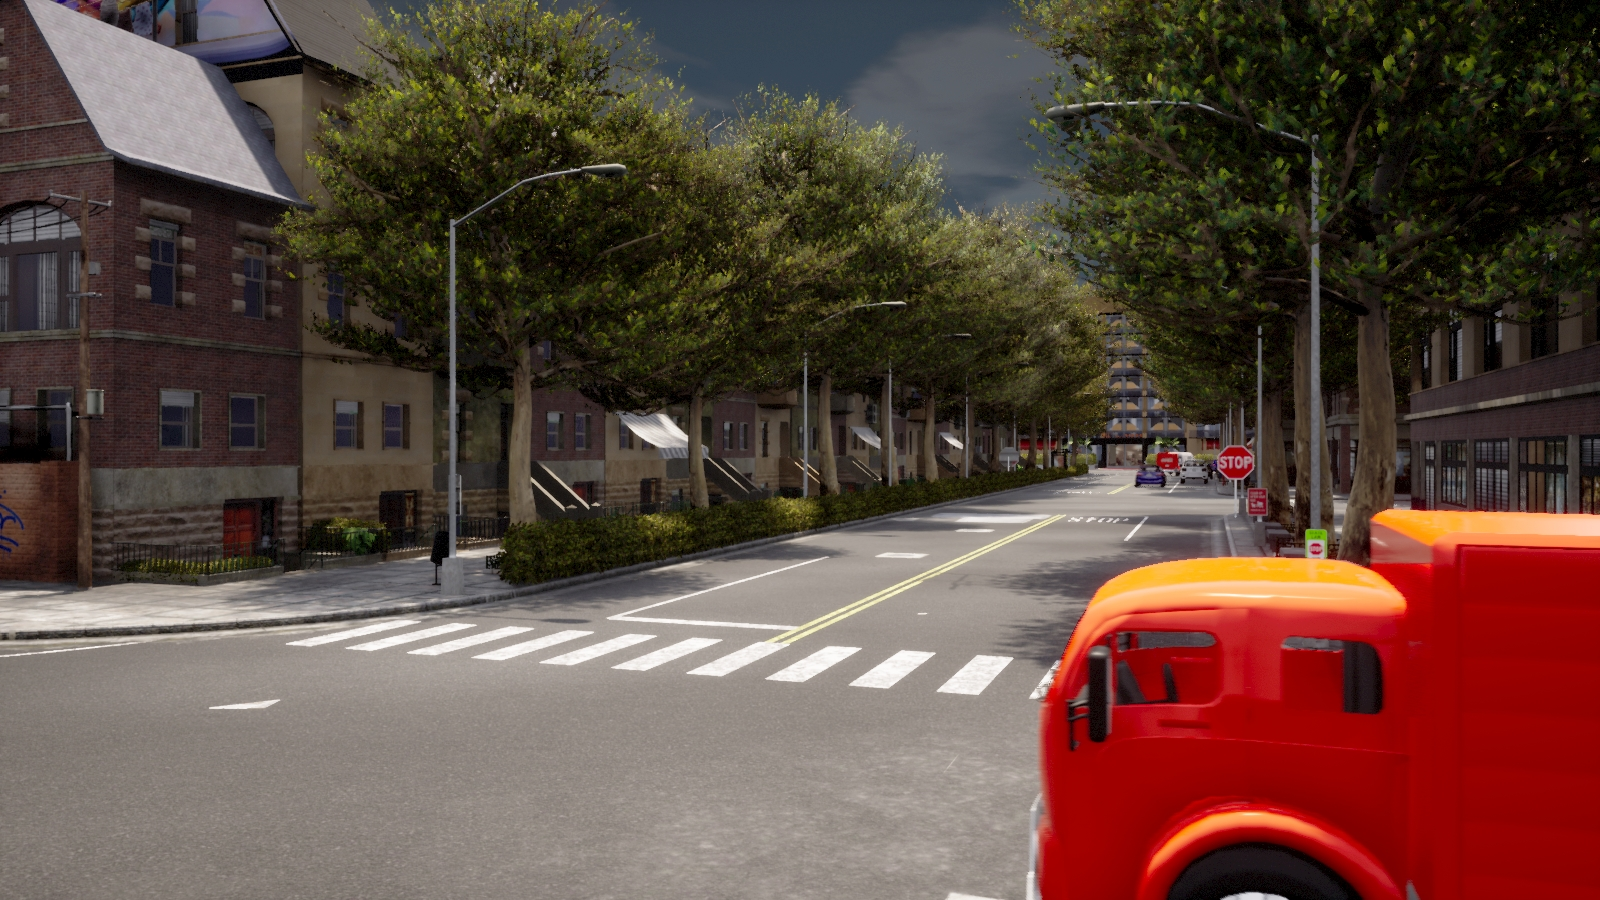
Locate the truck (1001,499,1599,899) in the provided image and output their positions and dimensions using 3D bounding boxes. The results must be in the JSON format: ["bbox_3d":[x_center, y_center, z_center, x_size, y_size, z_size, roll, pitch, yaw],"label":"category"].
[{"bbox_3d":[3.823,1.567,5.625,5.204,2.467,2.627,0,0,20],"label":"truck"}]

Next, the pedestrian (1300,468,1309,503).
[{"bbox_3d":[26.328,1.848,59.624,0.375,1.860,0.375,0,0,18],"label":"pedestrian"}]
